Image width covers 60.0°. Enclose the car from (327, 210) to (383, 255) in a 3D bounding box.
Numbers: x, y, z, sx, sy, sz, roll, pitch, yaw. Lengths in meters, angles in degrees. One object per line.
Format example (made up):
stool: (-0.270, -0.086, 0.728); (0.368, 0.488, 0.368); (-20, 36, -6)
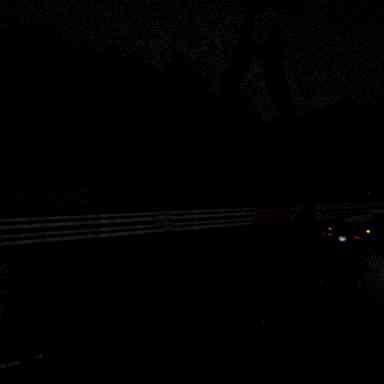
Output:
car: (7.171, 1.442, 12.951); (4.674, 1.442, 1.812); (0, 0, -34)
